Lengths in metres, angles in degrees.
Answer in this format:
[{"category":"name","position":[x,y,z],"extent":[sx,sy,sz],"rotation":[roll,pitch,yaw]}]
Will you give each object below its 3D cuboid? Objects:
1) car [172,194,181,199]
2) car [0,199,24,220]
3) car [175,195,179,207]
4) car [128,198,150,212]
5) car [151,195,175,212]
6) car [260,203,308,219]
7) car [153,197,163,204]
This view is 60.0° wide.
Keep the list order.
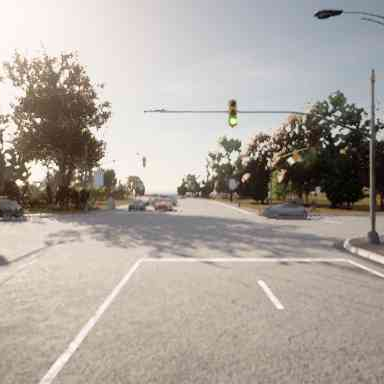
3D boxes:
[{"category":"car","position":[-4.022,1.807,73.662],"extent":[1.812,1.442,4.674],"rotation":[0,0,-3]},{"category":"car","position":[-17.198,1.504,28.816],"extent":[4.553,1.767,2.097],"rotation":[0,0,-3]},{"category":"car","position":[-3.674,1.791,58.564],"extent":[1.837,1.490,4.892],"rotation":[0,-1,0]},{"category":"car","position":[-7.120,1.730,43.574],"extent":[1.837,1.490,4.892],"rotation":[0,1,0]},{"category":"car","position":[-3.619,1.578,42.708],"extent":[2.097,1.767,4.553],"rotation":[0,0,0]},{"category":"car","position":[8.327,1.726,30.270],"extent":[4.181,1.385,1.994],"rotation":[0,0,-3]},{"category":"car","position":[-7.622,1.869,75.276],"extent":[1.895,1.301,4.718],"rotation":[0,0,-3]}]
